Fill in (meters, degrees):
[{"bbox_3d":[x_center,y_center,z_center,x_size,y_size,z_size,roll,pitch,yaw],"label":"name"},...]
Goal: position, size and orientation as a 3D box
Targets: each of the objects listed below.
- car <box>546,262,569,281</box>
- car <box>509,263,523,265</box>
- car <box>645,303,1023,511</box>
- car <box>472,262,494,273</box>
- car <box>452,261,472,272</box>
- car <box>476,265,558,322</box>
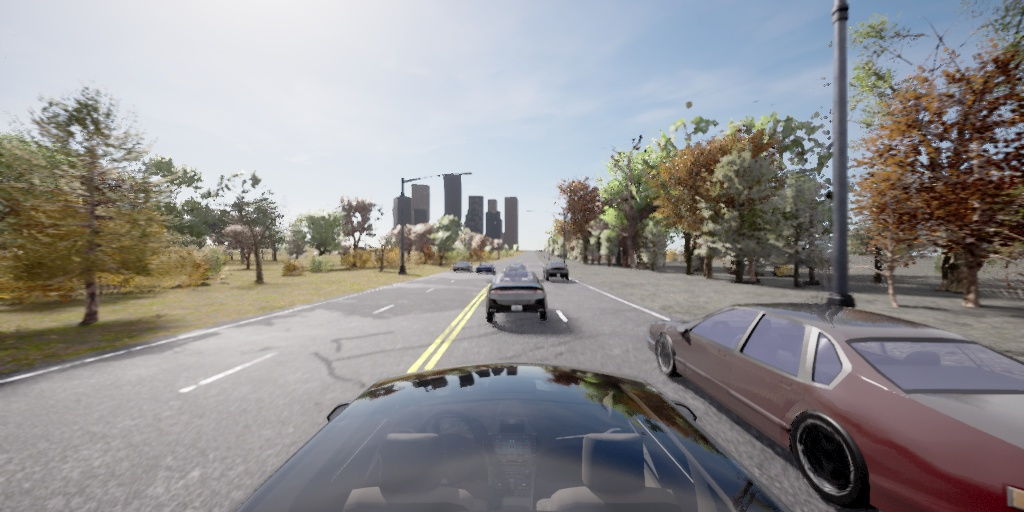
[{"bbox_3d":[3.622,1.224,30.049,1.837,1.490,4.892,1,0,1],"label":"car"},{"bbox_3d":[0.370,1.294,30.722,1.994,1.385,4.181,-1,-1,1],"label":"car"},{"bbox_3d":[3.377,1.277,4.189,2.033,1.411,5.357,1,0,0],"label":"car"},{"bbox_3d":[-2.881,1.332,39.588,1.895,1.301,4.718,0,0,2],"label":"car"},{"bbox_3d":[-5.997,1.289,44.056,1.994,1.385,4.181,0,0,2],"label":"car"},{"bbox_3d":[0.145,1.234,12.326,2.128,1.511,4.902,-1,0,0],"label":"car"}]
